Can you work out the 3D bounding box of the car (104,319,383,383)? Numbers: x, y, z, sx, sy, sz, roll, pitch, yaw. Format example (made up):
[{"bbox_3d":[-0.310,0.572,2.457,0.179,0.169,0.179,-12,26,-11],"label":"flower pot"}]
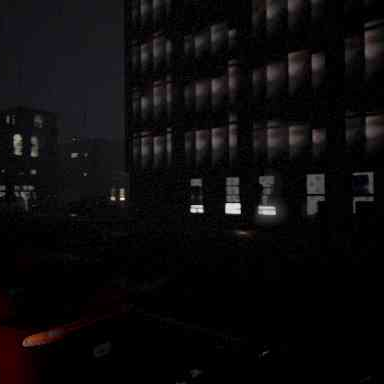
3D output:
[{"bbox_3d":[1.858,1.548,1.558,4.403,1.369,2.008,0,0,35],"label":"car"}]

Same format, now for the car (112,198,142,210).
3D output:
[{"bbox_3d":[-9.606,1.775,49.170,1.967,1.590,4.097,-1,-1,36],"label":"car"}]

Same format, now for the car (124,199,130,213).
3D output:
[{"bbox_3d":[-6.132,1.671,39.746,1.967,1.590,4.097,-1,-1,36],"label":"car"}]

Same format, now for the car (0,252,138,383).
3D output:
[{"bbox_3d":[-2.780,1.563,4.857,4.507,1.381,1.887,0,0,35],"label":"car"}]

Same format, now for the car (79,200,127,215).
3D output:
[{"bbox_3d":[-9.379,1.786,35.264,1.802,1.307,4.206,-1,-1,36],"label":"car"}]

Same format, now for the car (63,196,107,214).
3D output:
[{"bbox_3d":[-12.771,1.489,40.469,2.150,2.045,5.566,-1,-1,37],"label":"car"}]

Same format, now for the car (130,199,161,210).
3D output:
[{"bbox_3d":[-6.714,1.844,48.700,1.812,1.442,4.674,-1,-1,36],"label":"car"}]

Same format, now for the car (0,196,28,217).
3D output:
[{"bbox_3d":[-18.886,1.439,32.166,2.150,2.045,5.566,-1,-1,36],"label":"car"}]
